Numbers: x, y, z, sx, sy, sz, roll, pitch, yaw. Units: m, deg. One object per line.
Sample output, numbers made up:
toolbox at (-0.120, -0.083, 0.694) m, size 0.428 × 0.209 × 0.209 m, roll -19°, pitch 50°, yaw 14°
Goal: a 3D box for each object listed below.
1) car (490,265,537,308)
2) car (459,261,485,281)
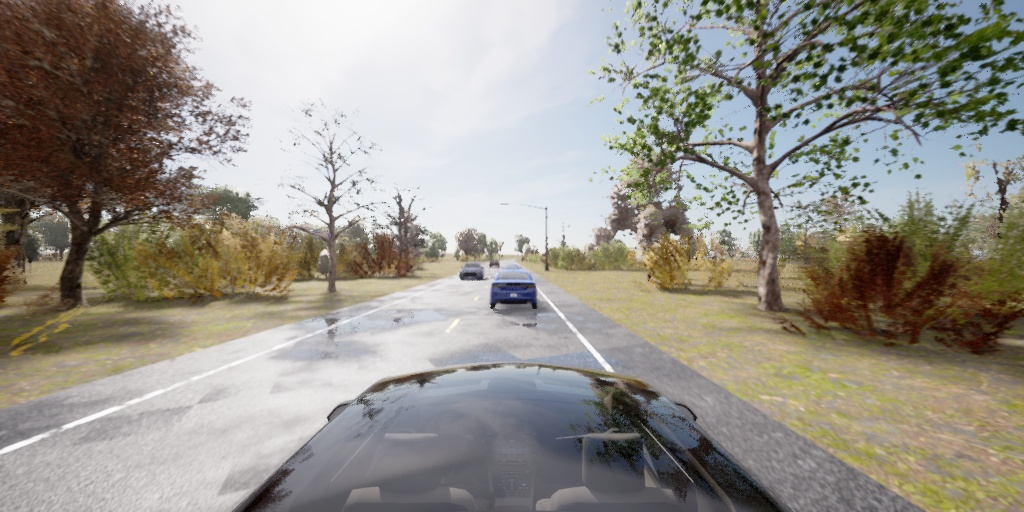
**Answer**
car at (0.064, 1.344, 15.946) m, size 1.882 × 1.535 × 5.008 m, roll 0°, pitch 0°, yaw 0°
car at (-3.714, 1.359, 33.926) m, size 2.097 × 1.767 × 4.553 m, roll 0°, pitch 0°, yaw -1°
